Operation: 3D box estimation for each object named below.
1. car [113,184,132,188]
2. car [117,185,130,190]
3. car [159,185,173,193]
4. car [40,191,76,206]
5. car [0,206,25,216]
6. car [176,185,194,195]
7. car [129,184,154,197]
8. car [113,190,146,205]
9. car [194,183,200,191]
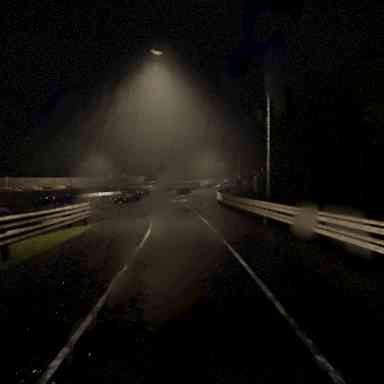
[{"bbox_3d":[-19.438,-1.434,92.771,1.837,1.490,4.892,1,2,15],"label":"car"},{"bbox_3d":[-10.721,0.042,58.057,1.837,1.490,4.892,1,2,15],"label":"car"},{"bbox_3d":[-5.901,-0.847,75.744,2.097,1.767,4.553,1,2,15],"label":"car"},{"bbox_3d":[-15.767,0.662,39.490,2.097,1.767,4.553,1,2,15],"label":"car"},{"bbox_3d":[-13.124,1.588,22.336,1.994,1.385,4.181,1,2,15],"label":"car"},{"bbox_3d":[-1.631,-0.257,64.778,1.882,1.535,5.008,1,3,15],"label":"car"},{"bbox_3d":[-7.980,0.029,54.802,2.097,1.767,4.553,1,3,15],"label":"car"},{"bbox_3d":[-7.934,0.833,41.669,1.895,1.301,4.718,1,3,15],"label":"car"},{"bbox_3d":[-0.004,-1.051,84.171,1.837,1.490,4.892,1,2,15],"label":"car"}]
